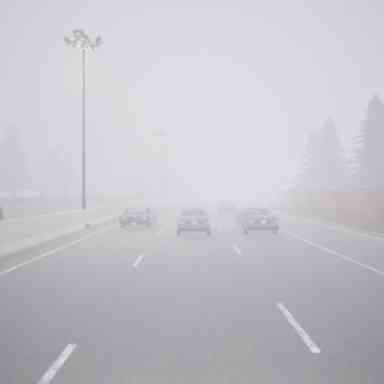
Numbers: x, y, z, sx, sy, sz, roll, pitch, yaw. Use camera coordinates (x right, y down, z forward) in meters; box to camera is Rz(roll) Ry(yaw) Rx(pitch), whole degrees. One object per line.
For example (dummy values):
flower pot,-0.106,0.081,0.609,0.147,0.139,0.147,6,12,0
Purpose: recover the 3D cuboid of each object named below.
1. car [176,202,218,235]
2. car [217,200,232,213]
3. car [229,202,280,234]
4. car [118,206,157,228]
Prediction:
car,0.096,1.537,18.630,2.033,1.411,5.357,0,0,0
car,3.792,1.544,36.971,1.994,1.385,4.181,0,0,3
car,3.594,1.537,19.157,2.033,1.411,5.357,0,0,0
car,-3.413,1.589,21.791,1.895,1.301,4.718,0,0,0
